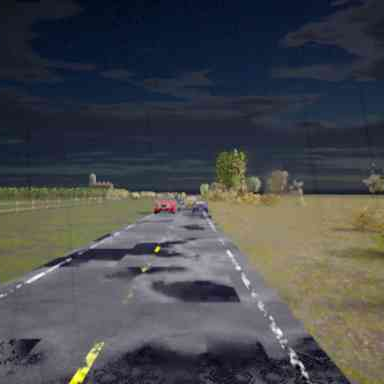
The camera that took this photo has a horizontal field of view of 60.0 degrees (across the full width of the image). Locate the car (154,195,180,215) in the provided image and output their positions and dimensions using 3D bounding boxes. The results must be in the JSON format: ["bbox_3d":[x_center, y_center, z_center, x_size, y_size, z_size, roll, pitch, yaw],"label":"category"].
[{"bbox_3d":[-2.832,1.344,36.273,2.150,2.045,5.566,0,0,0],"label":"car"}]

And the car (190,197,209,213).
[{"bbox_3d":[0.974,1.661,38.756,1.812,1.442,4.674,0,0,0],"label":"car"}]

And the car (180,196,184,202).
[{"bbox_3d":[-2.728,1.632,77.537,1.837,1.490,4.892,0,0,0],"label":"car"}]

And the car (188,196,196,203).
[{"bbox_3d":[0.022,1.641,75.233,1.882,1.535,5.008,0,0,0],"label":"car"}]

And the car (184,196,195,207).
[{"bbox_3d":[0.018,1.697,56.721,1.882,1.535,5.008,0,0,0],"label":"car"}]
